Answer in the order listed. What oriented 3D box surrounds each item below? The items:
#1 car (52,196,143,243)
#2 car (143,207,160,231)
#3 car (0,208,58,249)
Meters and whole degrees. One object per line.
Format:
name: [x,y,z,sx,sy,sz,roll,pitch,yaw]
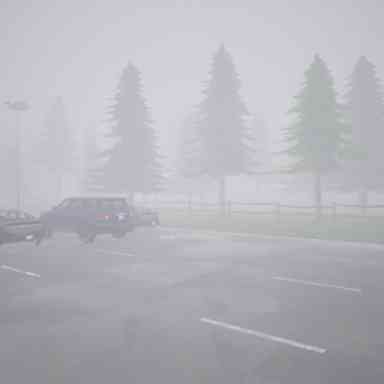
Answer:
car: [-5.325,1.242,16.371,5.566,2.045,2.150,0,0,36]
car: [-4.101,1.515,19.797,4.902,1.511,2.128,0,0,36]
car: [-8.170,1.515,14.101,4.902,1.511,2.128,0,0,36]
